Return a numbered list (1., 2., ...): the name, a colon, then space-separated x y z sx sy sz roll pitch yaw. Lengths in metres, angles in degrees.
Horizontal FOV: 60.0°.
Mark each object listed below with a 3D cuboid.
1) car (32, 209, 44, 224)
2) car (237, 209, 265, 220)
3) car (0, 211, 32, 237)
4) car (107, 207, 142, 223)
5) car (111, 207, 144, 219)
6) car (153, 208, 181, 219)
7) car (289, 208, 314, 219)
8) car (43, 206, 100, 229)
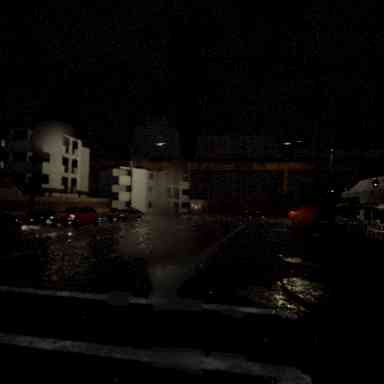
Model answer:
1. car: -12.336 2.105 28.504 1.994 1.385 4.181 1 -2 14
2. car: 8.482 3.178 47.593 4.892 1.490 1.837 3 -2 -42
3. car: -11.293 1.731 17.641 2.128 1.511 4.902 1 -2 13
4. car: -7.073 2.487 35.238 1.895 1.301 4.718 1 -2 15
5. car: -8.204 2.640 42.458 1.994 1.385 4.181 1 -2 25
6. car: -3.308 2.831 44.500 1.994 1.385 4.181 0 -2 31
7. car: 17.655 3.417 52.473 4.553 1.767 2.097 2 -2 -18
8. car: -9.217 1.917 26.560 2.097 1.767 4.553 1 -2 14
